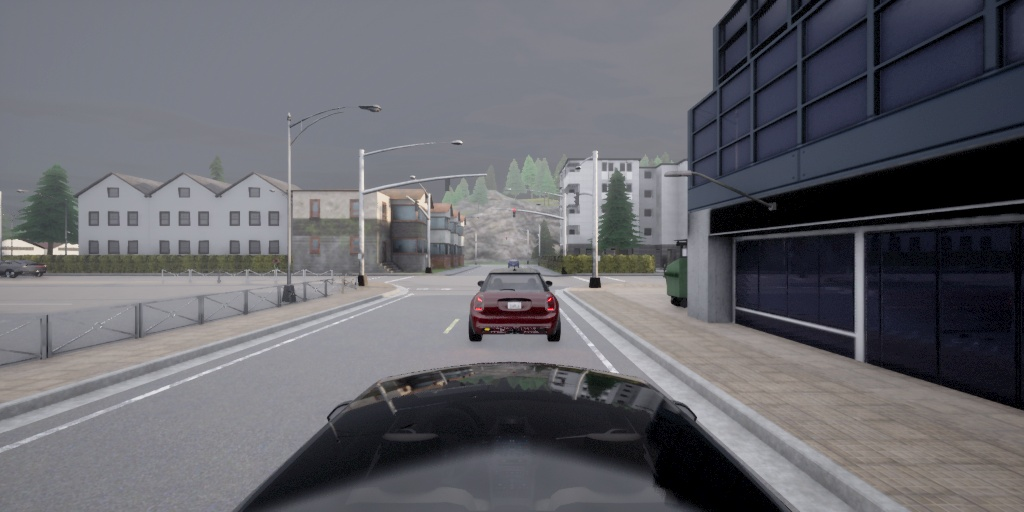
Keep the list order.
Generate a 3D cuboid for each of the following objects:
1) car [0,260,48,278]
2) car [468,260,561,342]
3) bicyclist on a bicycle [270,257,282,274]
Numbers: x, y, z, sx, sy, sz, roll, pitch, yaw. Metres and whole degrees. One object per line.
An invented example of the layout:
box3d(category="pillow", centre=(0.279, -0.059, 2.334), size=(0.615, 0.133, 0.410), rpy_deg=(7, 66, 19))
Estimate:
box3d(category="car", centre=(-42.115, 1.065, 30.041), size=(4.902, 1.511, 2.128), rpy_deg=(0, 0, 0))
box3d(category="car", centre=(0.081, 1.102, 9.970), size=(2.097, 1.767, 4.553), rpy_deg=(0, 0, 1))
box3d(category="bicyclist on a bicycle", centre=(-22.227, 0.874, 33.802), size=(0.582, 1.620, 1.656), rpy_deg=(0, 0, 0))
